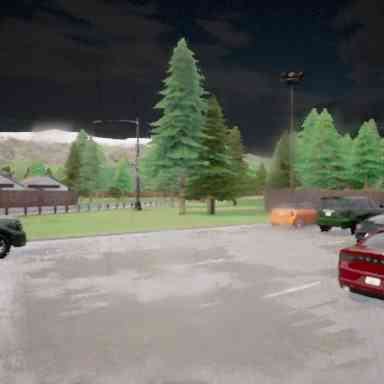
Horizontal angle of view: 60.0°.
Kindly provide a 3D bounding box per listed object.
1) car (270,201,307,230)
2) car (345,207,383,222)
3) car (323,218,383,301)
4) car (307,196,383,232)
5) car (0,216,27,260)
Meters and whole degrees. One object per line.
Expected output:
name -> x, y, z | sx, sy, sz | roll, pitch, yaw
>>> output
car -> 7.261, 1.383, 21.824 | 4.553, 1.767, 2.097 | 0, 0, -35
car -> 8.843, 1.552, 14.367 | 4.674, 1.442, 1.812 | 0, 0, -36
car -> 5.356, 1.492, 7.575 | 5.008, 1.535, 1.882 | 0, 0, -35
car -> 9.332, 1.253, 19.001 | 5.566, 2.045, 2.150 | 0, 0, -35
car -> -8.414, 1.220, 10.643 | 5.566, 2.045, 2.150 | 0, 0, -35
